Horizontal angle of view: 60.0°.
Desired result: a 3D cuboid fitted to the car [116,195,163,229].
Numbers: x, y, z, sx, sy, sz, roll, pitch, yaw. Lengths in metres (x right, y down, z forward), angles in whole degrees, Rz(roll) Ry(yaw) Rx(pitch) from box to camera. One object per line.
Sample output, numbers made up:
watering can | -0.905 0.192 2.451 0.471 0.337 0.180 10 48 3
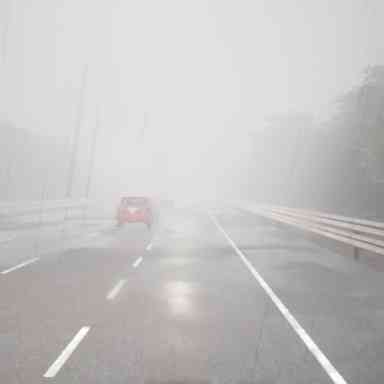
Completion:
car | -3.471 1.230 22.078 2.150 2.045 5.566 0 0 0

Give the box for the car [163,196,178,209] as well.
car | -3.379 1.495 46.319 1.882 1.535 5.008 0 0 0

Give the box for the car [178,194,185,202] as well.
car | -3.199 1.534 73.499 1.812 1.442 4.674 0 0 0
